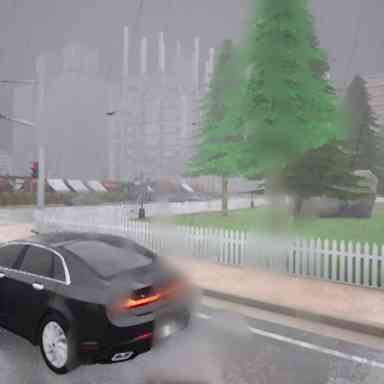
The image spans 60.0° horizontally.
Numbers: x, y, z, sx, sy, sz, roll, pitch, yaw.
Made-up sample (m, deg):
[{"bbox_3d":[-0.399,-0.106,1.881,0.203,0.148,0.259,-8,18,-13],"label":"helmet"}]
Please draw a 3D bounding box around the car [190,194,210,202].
[{"bbox_3d":[1.105,1.044,58.363,1.895,1.301,4.718,1,1,34],"label":"car"}]

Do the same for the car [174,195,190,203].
[{"bbox_3d":[-3.026,1.054,46.077,2.033,1.411,5.357,1,1,34],"label":"car"}]

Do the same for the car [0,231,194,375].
[{"bbox_3d":[-2.243,1.422,5.531,4.892,1.490,1.837,1,1,36],"label":"car"}]

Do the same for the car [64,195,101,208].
[{"bbox_3d":[-12.504,1.018,38.263,1.994,1.385,4.181,1,1,34],"label":"car"}]

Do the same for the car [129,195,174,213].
[{"bbox_3d":[-4.068,1.199,31.645,1.994,1.385,4.181,1,1,34],"label":"car"}]
